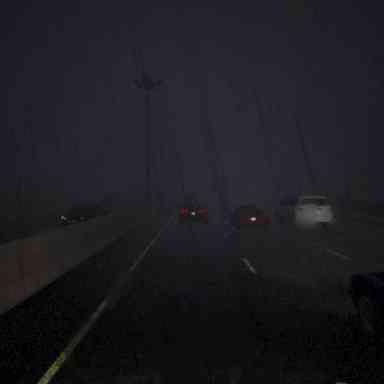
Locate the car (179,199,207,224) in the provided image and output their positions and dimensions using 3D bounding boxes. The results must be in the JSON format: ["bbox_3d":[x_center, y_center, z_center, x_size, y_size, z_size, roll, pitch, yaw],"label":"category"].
[{"bbox_3d":[0.092,1.486,24.702,2.163,1.488,4.792,0,0,0],"label":"car"}]

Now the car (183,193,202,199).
[{"bbox_3d":[0.072,1.192,42.637,2.150,2.045,5.566,0,0,-1],"label":"car"}]

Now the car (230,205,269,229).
[{"bbox_3d":[3.593,1.549,21.505,1.994,1.385,4.181,0,0,0],"label":"car"}]

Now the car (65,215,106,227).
[{"bbox_3d":[-7.107,1.488,22.274,1.837,1.490,4.892,0,0,0],"label":"car"}]

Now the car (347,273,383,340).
[{"bbox_3d":[3.598,1.598,3.593,1.895,1.301,4.718,0,0,0],"label":"car"}]

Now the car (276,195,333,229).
[{"bbox_3d":[7.082,1.207,21.498,2.150,2.045,5.566,0,0,0],"label":"car"}]
